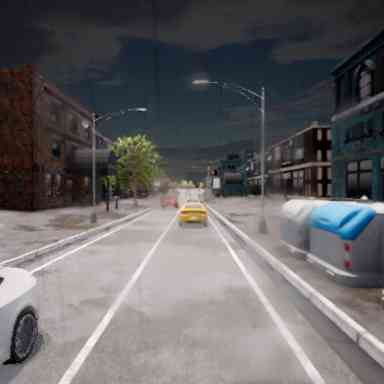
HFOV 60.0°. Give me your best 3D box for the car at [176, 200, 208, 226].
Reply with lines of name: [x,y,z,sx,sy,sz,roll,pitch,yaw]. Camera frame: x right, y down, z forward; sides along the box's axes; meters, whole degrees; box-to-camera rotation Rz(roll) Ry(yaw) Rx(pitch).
car: [0.095,1.498,23.466,1.882,1.535,5.008,0,0,0]

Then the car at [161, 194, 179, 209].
car: [-3.085,1.350,47.252,2.150,2.045,5.566,0,-1,0]

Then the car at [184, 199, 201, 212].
car: [0.089,1.665,41.923,1.994,1.385,4.181,0,0,0]

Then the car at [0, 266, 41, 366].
car: [-3.100,1.524,3.123,1.812,1.442,4.674,0,0,0]
